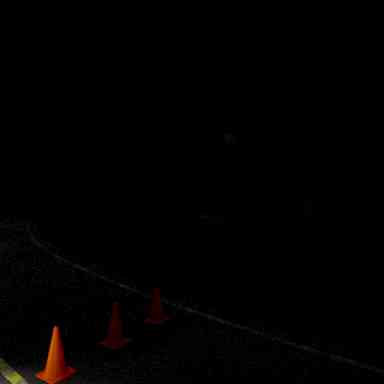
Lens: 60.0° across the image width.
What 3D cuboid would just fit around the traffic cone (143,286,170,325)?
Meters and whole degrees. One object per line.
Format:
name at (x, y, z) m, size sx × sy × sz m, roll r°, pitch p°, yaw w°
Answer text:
traffic cone at (-0.609, 1.932, 5.780) m, size 0.340 × 0.580 × 0.340 m, roll 1°, pitch 1°, yaw 32°

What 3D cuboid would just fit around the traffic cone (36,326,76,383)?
traffic cone at (-1.668, 1.946, 4.091) m, size 0.340 × 0.580 × 0.340 m, roll 1°, pitch 1°, yaw 32°

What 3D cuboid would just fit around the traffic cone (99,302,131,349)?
traffic cone at (-1.138, 1.939, 4.936) m, size 0.340 × 0.580 × 0.340 m, roll 1°, pitch 1°, yaw 32°
